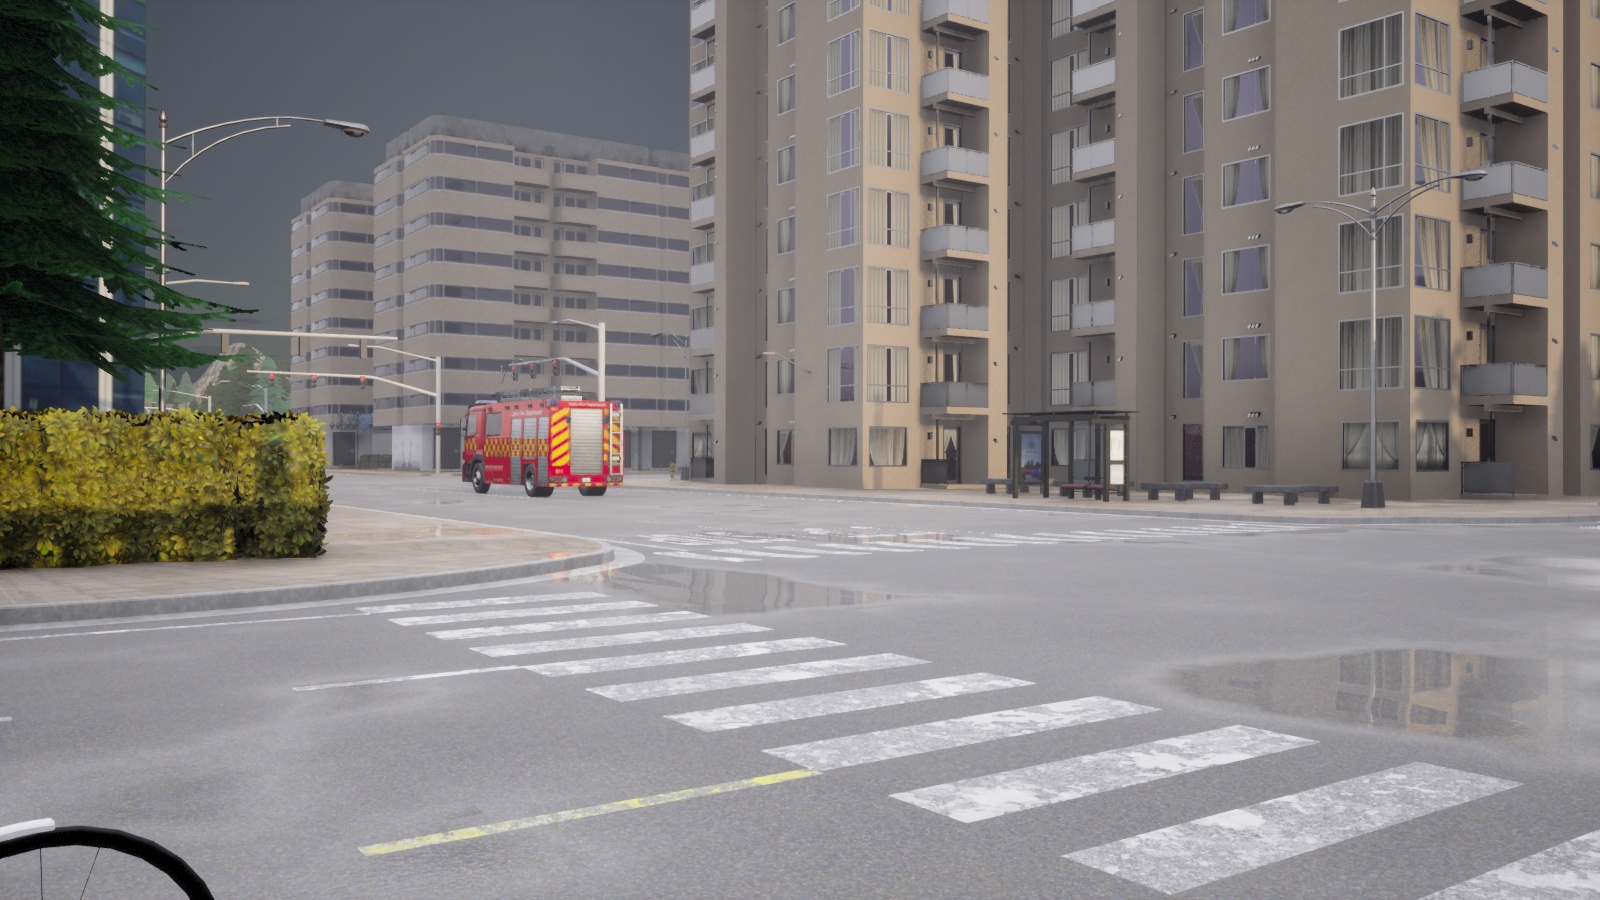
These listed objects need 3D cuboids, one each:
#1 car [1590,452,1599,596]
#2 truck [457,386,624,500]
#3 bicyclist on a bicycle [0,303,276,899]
[{"bbox_3d":[10.399,0.767,11.617,1.837,1.490,4.892,0,0,-35],"label":"car"},{"bbox_3d":[-9.774,-0.230,46.430,2.891,3.827,8.468,0,0,-35],"label":"truck"},{"bbox_3d":[-2.003,0.625,2.277,1.843,1.776,0.659,0,0,-35],"label":"bicyclist on a bicycle"}]
